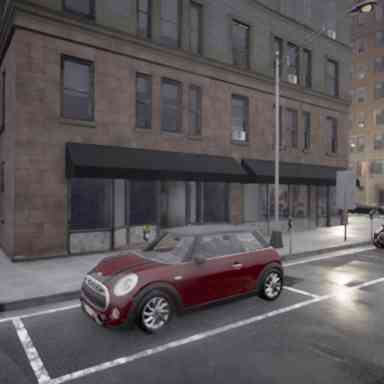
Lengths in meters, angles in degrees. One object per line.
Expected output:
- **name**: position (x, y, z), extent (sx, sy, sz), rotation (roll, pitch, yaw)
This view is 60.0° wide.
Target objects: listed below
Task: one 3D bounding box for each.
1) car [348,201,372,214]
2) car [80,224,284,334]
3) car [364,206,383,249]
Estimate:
- **car**: position (15.844, 1.521, 30.900), extent (1.895, 1.301, 4.718), rotation (1, 0, -36)
- **car**: position (-0.082, 1.439, 6.685), extent (4.097, 1.590, 1.967), rotation (0, 0, -35)
- **car**: position (8.880, 1.440, 13.040), extent (4.097, 1.590, 1.967), rotation (0, 0, -35)
